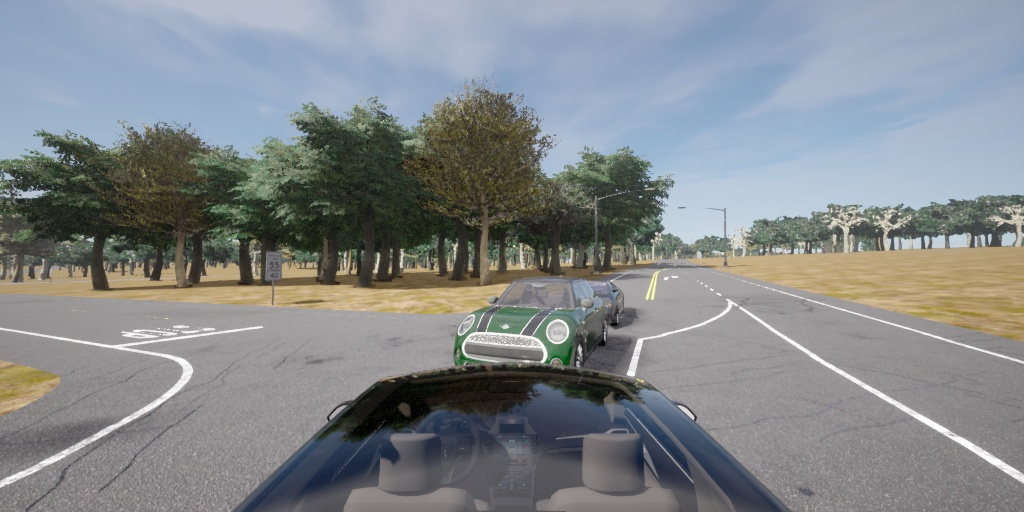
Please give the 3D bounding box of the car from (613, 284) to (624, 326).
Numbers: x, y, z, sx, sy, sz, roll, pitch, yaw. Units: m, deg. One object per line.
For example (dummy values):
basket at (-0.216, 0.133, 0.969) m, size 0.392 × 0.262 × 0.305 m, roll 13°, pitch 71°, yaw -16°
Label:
car at (2.895, 1.555, 12.918) m, size 1.994 × 1.385 × 4.181 m, roll -2°, pitch 0°, yaw 22°

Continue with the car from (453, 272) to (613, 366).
car at (0.674, 1.222, 7.484) m, size 2.097 × 1.767 × 4.553 m, roll -1°, pitch -2°, yaw 22°
